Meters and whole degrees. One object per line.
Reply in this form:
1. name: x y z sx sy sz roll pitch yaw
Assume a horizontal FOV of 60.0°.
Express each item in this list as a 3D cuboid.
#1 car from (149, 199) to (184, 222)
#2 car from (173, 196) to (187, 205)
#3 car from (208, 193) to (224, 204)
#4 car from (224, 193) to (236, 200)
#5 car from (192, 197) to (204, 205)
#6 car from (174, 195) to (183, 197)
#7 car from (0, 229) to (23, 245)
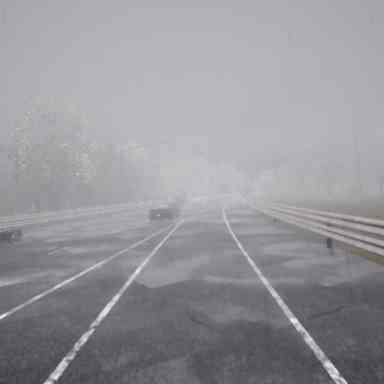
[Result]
1. car: -2.374 1.756 29.706 1.882 1.535 5.008 -4 0 9
2. car: -2.733 1.918 48.823 2.128 1.511 4.902 -4 0 10
3. car: 4.687 1.384 68.927 2.097 1.767 4.553 -4 0 12
4. car: 10.141 1.336 93.289 2.128 1.511 4.902 -4 0 14
5. car: 1.129 1.811 68.840 1.812 1.442 4.674 -4 0 12
6. car: -2.497 1.763 68.742 2.150 2.045 5.566 -4 0 12
7. car: -11.200 2.428 17.632 1.895 1.301 4.718 -4 0 8
